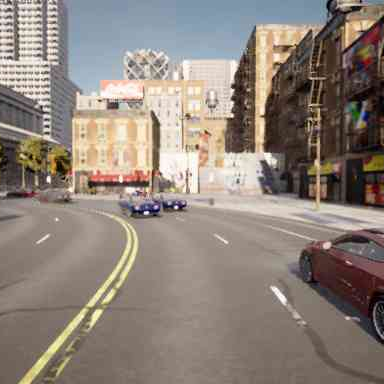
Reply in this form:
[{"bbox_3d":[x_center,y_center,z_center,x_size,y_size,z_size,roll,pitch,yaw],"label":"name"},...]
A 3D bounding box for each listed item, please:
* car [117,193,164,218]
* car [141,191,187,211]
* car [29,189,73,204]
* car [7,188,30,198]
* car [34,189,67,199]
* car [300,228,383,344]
[{"bbox_3d":[-3.815,0.965,22.996,1.895,1.301,4.718,-1,2,-25],"label":"car"},{"bbox_3d":[-2.329,0.840,27.552,1.895,1.301,4.718,-1,2,-30],"label":"car"},{"bbox_3d":[-15.643,0.516,37.366,5.357,1.411,2.033,1,2,37],"label":"car"},{"bbox_3d":[-25.738,0.133,50.299,4.674,1.452,2.002,1,2,20],"label":"car"},{"bbox_3d":[-20.435,0.268,48.129,4.718,1.301,1.895,1,2,30],"label":"car"},{"bbox_3d":[3.489,1.360,5.869,1.812,1.442,4.674,0,2,-2],"label":"car"}]
